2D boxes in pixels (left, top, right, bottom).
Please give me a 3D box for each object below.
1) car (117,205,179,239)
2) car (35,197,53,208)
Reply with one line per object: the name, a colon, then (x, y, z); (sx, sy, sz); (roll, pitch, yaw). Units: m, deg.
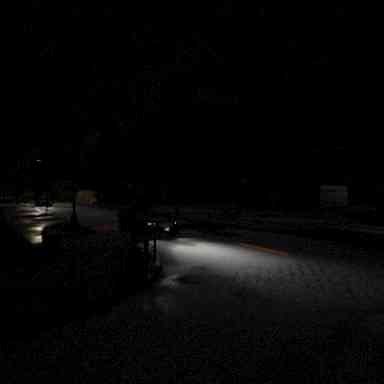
car: (-2.431, 1.473, 17.551); (2.128, 1.511, 4.902); (0, 0, -32)
car: (-21.318, 1.491, 47.751); (1.812, 1.442, 4.674); (0, 0, -32)
